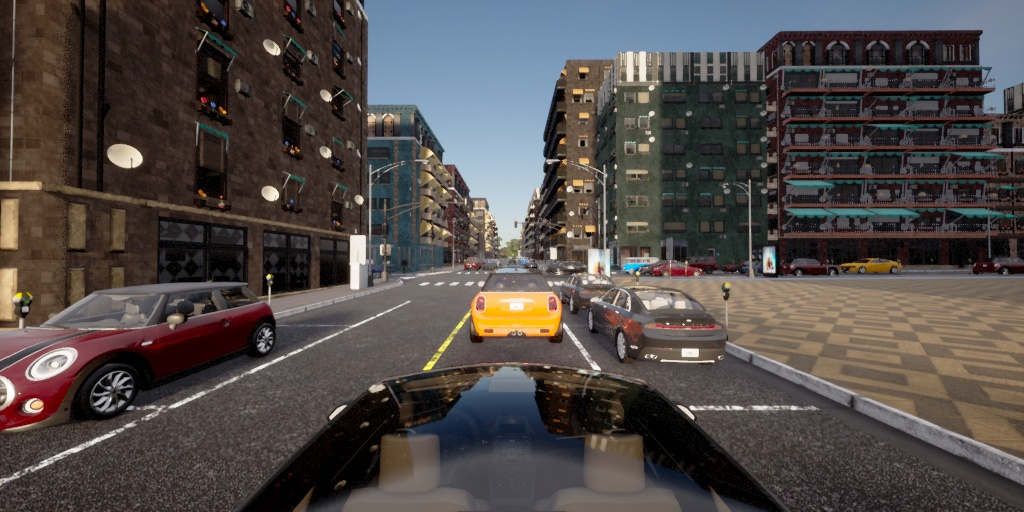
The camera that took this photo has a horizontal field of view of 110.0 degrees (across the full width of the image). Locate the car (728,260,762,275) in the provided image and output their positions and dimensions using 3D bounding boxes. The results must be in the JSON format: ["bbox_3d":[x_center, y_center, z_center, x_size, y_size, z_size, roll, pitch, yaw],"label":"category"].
[{"bbox_3d":[25.160,1.127,35.778,5.357,1.411,2.033,0,-1,0],"label":"car"}]

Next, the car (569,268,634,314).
[{"bbox_3d":[2.824,1.304,13.438,2.007,1.370,4.403,0,0,0],"label":"car"}]

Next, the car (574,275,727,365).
[{"bbox_3d":[2.822,1.302,7.868,2.007,1.370,4.403,0,0,0],"label":"car"}]

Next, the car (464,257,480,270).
[{"bbox_3d":[-5.676,1.083,51.673,2.192,1.841,5.009,0,0,0],"label":"car"}]

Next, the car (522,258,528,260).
[{"bbox_3d":[2.704,1.334,51.631,1.948,1.339,4.313,0,0,0],"label":"car"}]

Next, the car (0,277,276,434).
[{"bbox_3d":[-5.818,1.191,5.635,1.967,1.591,4.097,0,0,0],"label":"car"}]

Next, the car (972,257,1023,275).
[{"bbox_3d":[41.352,0.811,29.856,4.097,1.591,1.967,0,0,0],"label":"car"}]

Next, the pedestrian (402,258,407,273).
[{"bbox_3d":[-12.518,1.097,41.600,0.375,1.860,0.375,0,0,0],"label":"pedestrian"}]

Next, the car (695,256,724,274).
[{"bbox_3d":[19.307,0.977,38.401,5.009,1.841,2.192,0,0,0],"label":"car"}]

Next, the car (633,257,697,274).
[{"bbox_3d":[15.210,1.147,35.852,4.902,1.511,2.128,0,-1,0],"label":"car"}]

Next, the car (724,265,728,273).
[{"bbox_3d":[24.835,1.165,38.360,4.507,1.381,1.888,0,0,0],"label":"car"}]

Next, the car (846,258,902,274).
[{"bbox_3d":[35.609,0.978,35.690,5.008,1.535,1.882,0,-1,0],"label":"car"}]

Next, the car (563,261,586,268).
[{"bbox_3d":[5.630,1.186,32.725,4.892,1.490,1.837,0,-1,0],"label":"car"}]

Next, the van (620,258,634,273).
[{"bbox_3d":[13.780,1.046,38.442,3.998,1.789,1.690,0,0,0],"label":"van"}]

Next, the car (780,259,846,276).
[{"bbox_3d":[24.771,0.935,29.980,4.097,1.591,1.967,0,0,0],"label":"car"}]

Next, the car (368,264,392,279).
[{"bbox_3d":[-13.631,1.312,32.868,5.008,1.535,1.882,0,-1,0],"label":"car"}]

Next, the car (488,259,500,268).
[{"bbox_3d":[-3.064,1.298,60.920,1.812,1.442,4.674,0,0,0],"label":"car"}]

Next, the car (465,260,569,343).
[{"bbox_3d":[0.100,1.104,9.848,2.097,1.767,4.553,0,0,0],"label":"car"}]

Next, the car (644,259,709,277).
[{"bbox_3d":[13.715,1.162,30.062,4.207,1.307,1.802,0,0,0],"label":"car"}]
